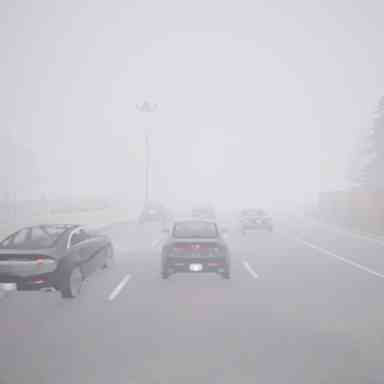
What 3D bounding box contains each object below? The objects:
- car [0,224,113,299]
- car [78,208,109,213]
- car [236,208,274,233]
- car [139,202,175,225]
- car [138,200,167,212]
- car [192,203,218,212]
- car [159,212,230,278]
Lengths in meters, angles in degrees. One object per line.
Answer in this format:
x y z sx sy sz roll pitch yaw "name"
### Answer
-3.403 1.560 8.588 2.128 1.511 4.902 0 0 0 "car"
-11.384 1.649 38.171 2.097 1.767 4.553 0 0 13 "car"
3.844 1.710 20.852 2.033 1.411 5.357 0 0 4 "car"
-2.636 1.555 25.966 2.097 1.767 4.553 0 0 6 "car"
-5.423 1.913 46.939 2.033 1.411 5.357 0 0 18 "car"
1.108 1.694 27.791 1.882 1.535 5.008 0 0 8 "car"
0.098 1.587 10.446 1.837 1.490 4.892 0 0 0 "car"
